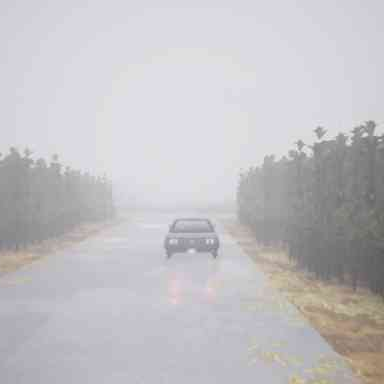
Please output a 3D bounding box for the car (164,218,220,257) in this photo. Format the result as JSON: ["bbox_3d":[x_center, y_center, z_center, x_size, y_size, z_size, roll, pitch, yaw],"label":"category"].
[{"bbox_3d":[0.003,1.671,13.206,1.895,1.301,4.718,0,0,0],"label":"car"}]
